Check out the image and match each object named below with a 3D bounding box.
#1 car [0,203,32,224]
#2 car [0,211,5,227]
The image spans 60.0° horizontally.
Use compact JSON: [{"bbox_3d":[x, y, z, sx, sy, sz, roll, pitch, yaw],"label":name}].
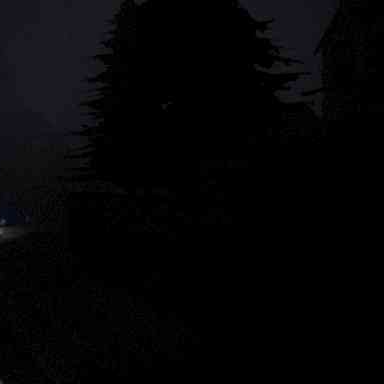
[{"bbox_3d":[-13.478,1.546,23.879,1.882,1.535,5.008,0,0,1],"label":"car"},{"bbox_3d":[-8.969,1.627,12.757,1.895,1.301,4.718,0,0,-16],"label":"car"}]
